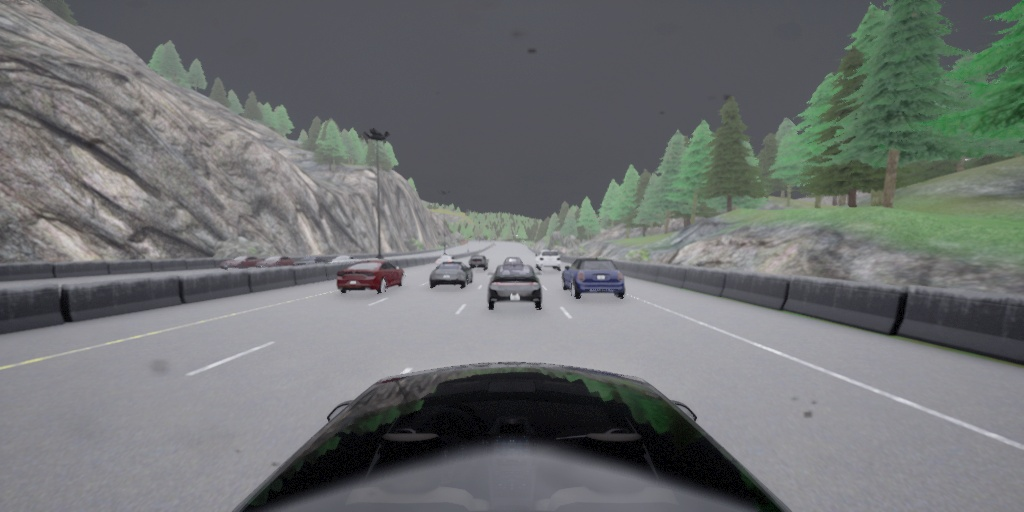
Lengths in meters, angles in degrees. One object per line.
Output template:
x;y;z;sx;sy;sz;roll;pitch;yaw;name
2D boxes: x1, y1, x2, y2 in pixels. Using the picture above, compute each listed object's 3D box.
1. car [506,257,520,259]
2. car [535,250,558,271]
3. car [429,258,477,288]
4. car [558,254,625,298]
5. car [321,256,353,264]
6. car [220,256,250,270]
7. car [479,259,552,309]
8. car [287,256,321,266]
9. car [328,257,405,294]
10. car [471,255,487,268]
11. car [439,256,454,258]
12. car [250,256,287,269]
0.093;0.798;32.322;2.033;1.411;5.357;0;1;0;car
3.592;0.407;36.302;2.150;2.045;5.566;0;1;0;car
-3.404;1.004;20.659;1.994;1.385;4.181;0;1;0;car
3.596;0.858;16.584;2.097;1.767;4.553;0;1;0;car
-17.598;0.689;37.613;1.812;1.442;4.674;0;1;0;car
-28.094;0.690;37.542;1.812;1.442;4.674;0;1;0;car
0.097;1.048;13.665;2.128;1.511;4.902;0;1;0;car
-21.096;0.726;37.730;1.994;1.385;4.181;0;1;0;car
-6.904;0.961;18.045;1.882;1.535;5.008;0;1;0;car
-3.408;0.678;37.036;1.837;1.490;4.892;0;1;0;car
-6.908;0.684;37.942;1.812;1.442;4.674;0;1;0;car
-24.595;0.690;37.580;1.812;1.442;4.674;0;1;0;car
